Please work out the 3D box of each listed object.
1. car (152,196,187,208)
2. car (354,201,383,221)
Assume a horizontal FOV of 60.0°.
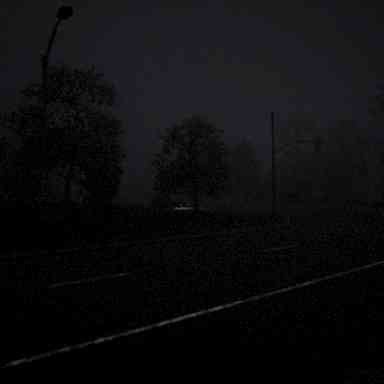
[{"bbox_3d":[-2.925,1.179,40.990,2.033,1.411,5.357,-2,1,-39],"label":"car"},{"bbox_3d":[12.699,1.210,20.445,1.895,1.301,4.718,-2,1,-32],"label":"car"}]
